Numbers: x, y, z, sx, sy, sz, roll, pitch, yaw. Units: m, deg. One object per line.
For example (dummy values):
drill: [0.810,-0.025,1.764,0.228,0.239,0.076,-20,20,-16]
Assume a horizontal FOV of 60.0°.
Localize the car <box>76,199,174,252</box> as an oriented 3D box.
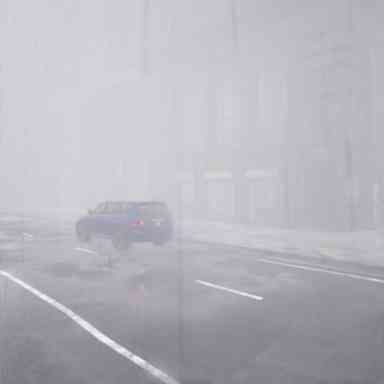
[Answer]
car: [-3.169,1.347,14.940,2.150,2.045,5.566,0,0,-44]
